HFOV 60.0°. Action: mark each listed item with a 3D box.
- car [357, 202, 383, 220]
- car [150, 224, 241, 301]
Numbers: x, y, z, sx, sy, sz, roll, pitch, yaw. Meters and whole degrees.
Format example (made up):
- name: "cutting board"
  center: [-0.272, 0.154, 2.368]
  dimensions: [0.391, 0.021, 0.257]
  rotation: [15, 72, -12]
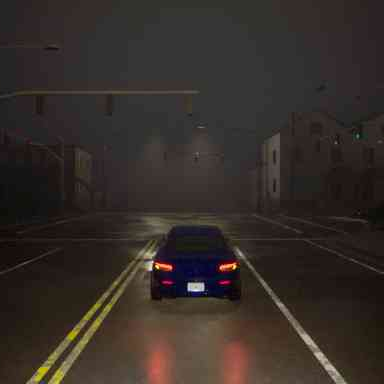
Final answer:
- name: "car"
  center: [16.370, 1.526, 27.970]
  dimensions: [4.674, 1.442, 1.812]
  rotation: [0, 0, -1]
- name: "car"
  center: [0.087, 1.526, 8.219]
  dimensions: [1.812, 1.442, 4.674]
  rotation: [0, 0, 0]
